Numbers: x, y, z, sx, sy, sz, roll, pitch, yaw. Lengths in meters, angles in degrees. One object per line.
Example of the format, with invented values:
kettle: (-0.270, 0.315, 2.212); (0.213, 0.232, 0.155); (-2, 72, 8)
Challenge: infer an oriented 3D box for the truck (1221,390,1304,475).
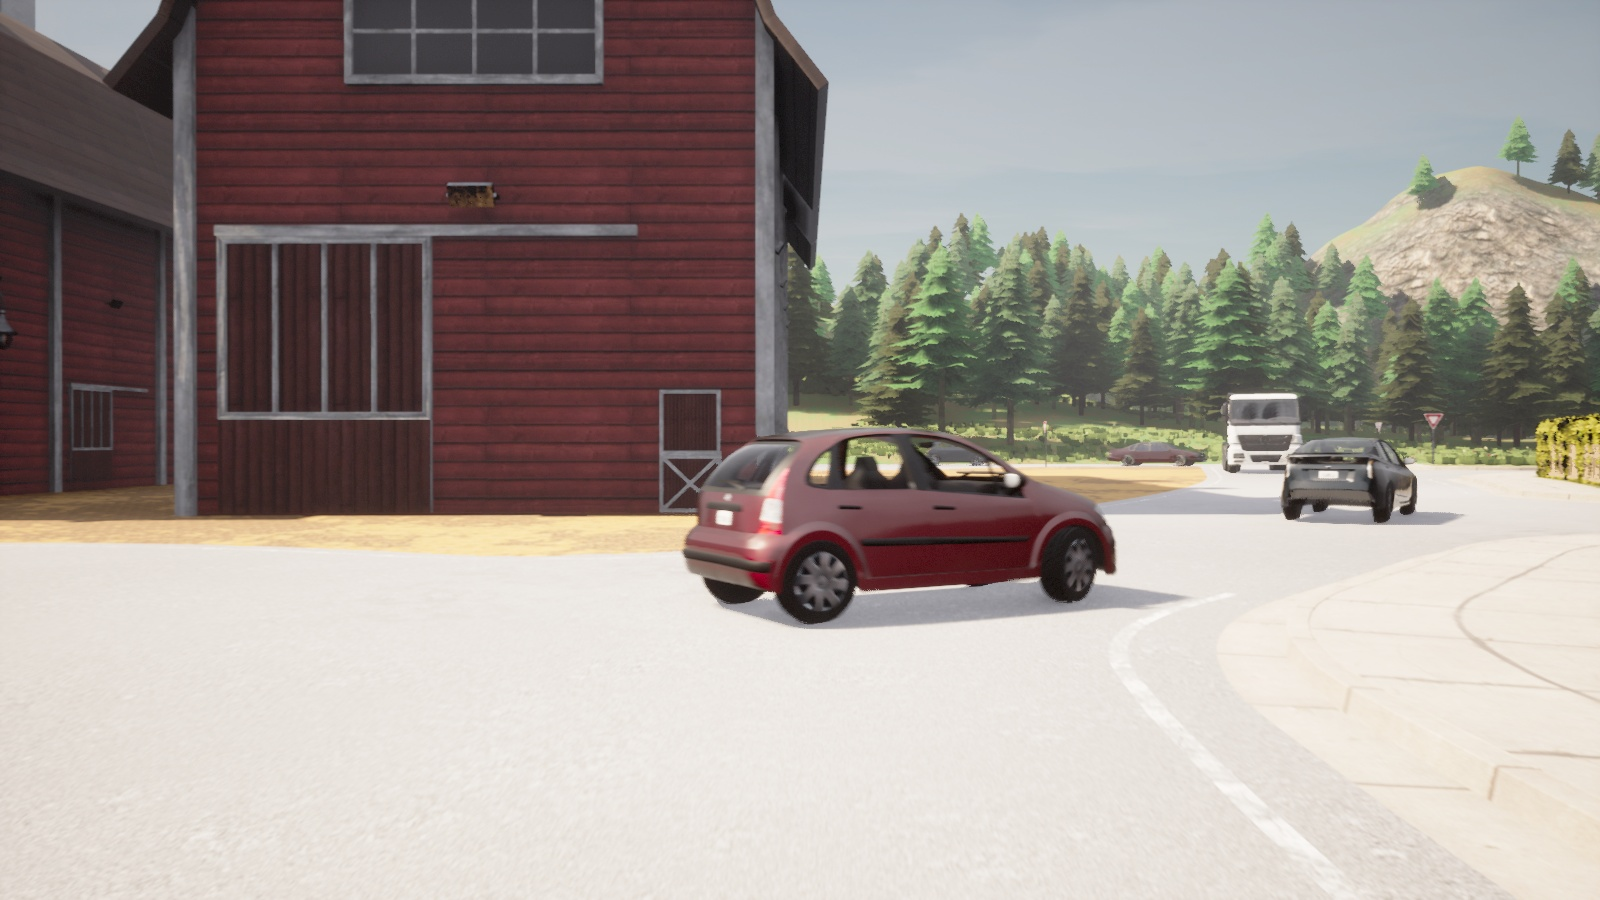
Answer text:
truck: (20.198, -0.728, 55.244); (2.891, 3.462, 7.936); (0, 0, 16)

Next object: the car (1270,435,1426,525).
car: (10.500, 0.490, 23.878); (2.007, 1.525, 4.514); (0, 1, 33)

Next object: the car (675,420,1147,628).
car: (1.054, 0.559, 11.571); (3.988, 1.617, 1.851); (0, 1, -29)

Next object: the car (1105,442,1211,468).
car: (20.258, 0.262, 71.146); (5.357, 1.411, 2.033); (0, 0, 33)
